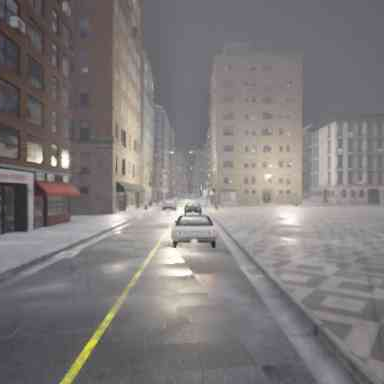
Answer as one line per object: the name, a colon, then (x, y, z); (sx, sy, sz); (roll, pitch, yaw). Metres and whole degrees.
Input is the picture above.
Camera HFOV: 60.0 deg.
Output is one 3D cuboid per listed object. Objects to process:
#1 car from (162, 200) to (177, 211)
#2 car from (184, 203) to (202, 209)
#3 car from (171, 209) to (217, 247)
car: (-3.008, 1.807, 45.512); (2.033, 1.411, 5.357); (0, 0, 0)
car: (0.093, 1.808, 36.665); (1.895, 1.301, 4.718); (0, 0, 0)
car: (0.096, 1.690, 15.573); (1.895, 1.301, 4.718); (0, 0, 0)
